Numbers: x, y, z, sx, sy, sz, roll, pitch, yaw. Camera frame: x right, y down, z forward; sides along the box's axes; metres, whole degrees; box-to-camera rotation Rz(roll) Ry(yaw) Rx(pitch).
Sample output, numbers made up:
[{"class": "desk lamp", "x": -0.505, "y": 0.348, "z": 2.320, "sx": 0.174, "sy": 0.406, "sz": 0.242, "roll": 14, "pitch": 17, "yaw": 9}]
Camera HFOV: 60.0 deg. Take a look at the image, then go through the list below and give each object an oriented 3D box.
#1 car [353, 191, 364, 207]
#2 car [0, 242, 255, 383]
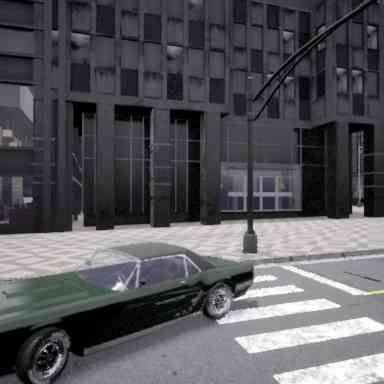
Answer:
[{"class": "car", "x": 21.932, "y": 0.922, "z": 40.047, "sx": 2.150, "sy": 2.045, "sz": 5.566, "roll": 0, "pitch": -1, "yaw": -17}, {"class": "car", "x": -1.126, "y": 1.596, "z": 5.528, "sx": 4.718, "sy": 1.301, "sz": 1.895, "roll": -1, "pitch": 0, "yaw": -41}]
